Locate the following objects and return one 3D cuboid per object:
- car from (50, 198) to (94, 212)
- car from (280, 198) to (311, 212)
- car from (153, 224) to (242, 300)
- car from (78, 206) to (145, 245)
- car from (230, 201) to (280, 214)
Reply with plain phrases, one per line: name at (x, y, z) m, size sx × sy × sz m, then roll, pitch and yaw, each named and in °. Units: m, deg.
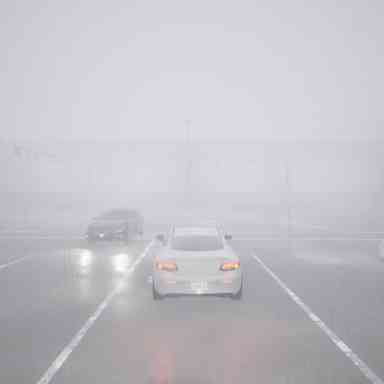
car at (-14.028, 1.491, 38.917) m, size 4.902 × 1.511 × 2.128 m, roll 0°, pitch 0°, yaw 2°
car at (10.988, 1.440, 38.246) m, size 5.008 × 1.535 × 1.882 m, roll 0°, pitch 0°, yaw 2°
car at (0.071, 1.527, 8.277) m, size 1.812 × 1.442 × 4.674 m, roll 0°, pitch 0°, yaw -1°
car at (-3.510, 1.506, 15.829) m, size 1.837 × 1.490 × 4.892 m, roll -1°, pitch 0°, yaw 3°
car at (6.345, 1.580, 34.871) m, size 4.718 × 1.301 × 1.895 m, roll 0°, pitch 0°, yaw 2°
